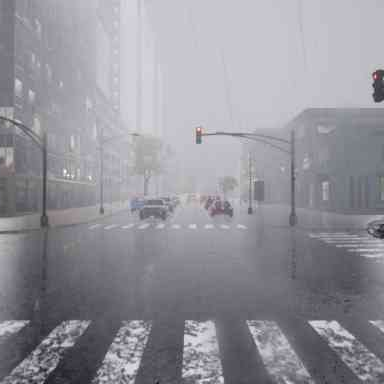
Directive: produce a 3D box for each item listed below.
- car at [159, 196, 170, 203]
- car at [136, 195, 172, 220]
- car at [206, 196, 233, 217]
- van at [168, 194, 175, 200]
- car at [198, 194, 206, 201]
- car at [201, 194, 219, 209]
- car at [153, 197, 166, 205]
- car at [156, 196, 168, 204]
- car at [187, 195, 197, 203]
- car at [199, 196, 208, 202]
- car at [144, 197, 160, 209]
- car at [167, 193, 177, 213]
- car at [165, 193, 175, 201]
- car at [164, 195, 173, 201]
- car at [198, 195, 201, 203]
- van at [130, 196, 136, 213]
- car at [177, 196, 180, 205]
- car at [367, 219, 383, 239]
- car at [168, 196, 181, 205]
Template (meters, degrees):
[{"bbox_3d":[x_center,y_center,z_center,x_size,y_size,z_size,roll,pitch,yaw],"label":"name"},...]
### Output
[{"bbox_3d":[-5.737,1.572,70.683,1.947,1.339,4.313,1,0,0],"label":"car"},{"bbox_3d":[-3.124,1.356,28.127,2.097,1.767,4.553,0,0,0],"label":"car"},{"bbox_3d":[2.679,1.444,31.011,1.967,1.590,4.097,1,0,0],"label":"car"},{"bbox_3d":[-5.753,1.347,93.379,1.690,1.788,3.998,1,0,0],"label":"van"},{"bbox_3d":[2.630,1.446,87.750,1.967,1.590,4.097,1,0,0],"label":"car"},{"bbox_3d":[2.671,1.320,42.359,2.192,1.841,5.009,1,0,0],"label":"car"},{"bbox_3d":[-5.728,1.587,59.335,1.802,1.307,4.206,1,0,0],"label":"car"},{"bbox_3d":[-5.733,1.572,65.009,1.947,1.339,4.313,1,0,0],"label":"car"},{"bbox_3d":[0.041,1.358,69.588,2.097,1.767,4.553,0,0,0],"label":"car"},{"bbox_3d":[2.638,1.572,76.403,1.947,1.339,4.313,1,0,0],"label":"car"},{"bbox_3d":[-5.717,1.530,47.817,1.752,1.417,4.829,1,0,0],"label":"car"},{"bbox_3d":[-3.130,1.357,37.733,2.097,1.767,4.553,0,0,0],"label":"car"},{"bbox_3d":[-5.747,1.321,87.705,2.192,1.841,5.009,1,0,0],"label":"car"},{"bbox_3d":[-5.747,1.557,82.031,2.008,1.369,4.403,1,0,0],"label":"car"},{"bbox_3d":[2.652,1.321,65.055,2.192,1.841,5.009,1,0,0],"label":"car"},{"bbox_3d":[-5.704,1.346,36.639,1.690,1.788,3.998,1,0,0],"label":"van"},{"bbox_3d":[-3.131,1.496,48.074,2.128,1.511,4.902,0,0,0],"label":"car"},{"bbox_3d":[10.278,1.444,14.716,4.674,1.442,1.812,-1,-1,1],"label":"car"},{"bbox_3d":[-3.095,1.483,59.241,1.882,1.535,5.008,0,0,1],"label":"car"}]
